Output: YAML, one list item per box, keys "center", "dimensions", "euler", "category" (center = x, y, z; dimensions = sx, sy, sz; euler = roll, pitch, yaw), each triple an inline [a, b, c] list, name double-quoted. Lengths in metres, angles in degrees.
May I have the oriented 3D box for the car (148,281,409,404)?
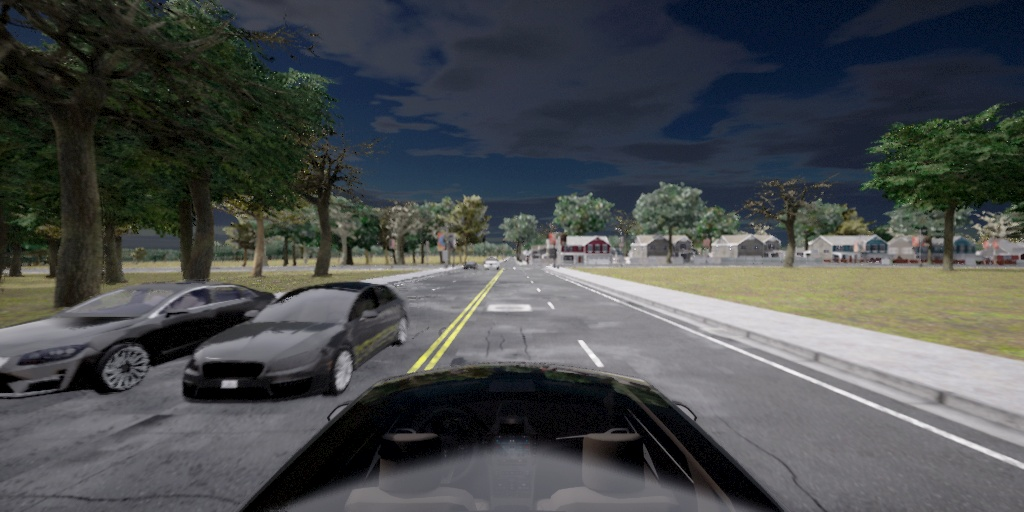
- center: [-3.347, 1.278, 6.681]
  dimensions: [1.837, 1.490, 4.892]
  euler: [0, 0, 0]
  category: "car"

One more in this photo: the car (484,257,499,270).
- center: [-3.249, 1.234, 58.434]
  dimensions: [2.150, 2.045, 5.566]
  euler: [0, 0, 1]
  category: "car"

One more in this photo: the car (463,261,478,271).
- center: [-6.510, 1.552, 57.122]
  dimensions: [2.033, 1.411, 5.357]
  euler: [0, 0, 1]
  category: "car"

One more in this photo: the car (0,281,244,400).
- center: [-6.596, 1.265, 6.792]
  dimensions: [2.128, 1.511, 4.902]
  euler: [0, 0, 0]
  category: "car"
